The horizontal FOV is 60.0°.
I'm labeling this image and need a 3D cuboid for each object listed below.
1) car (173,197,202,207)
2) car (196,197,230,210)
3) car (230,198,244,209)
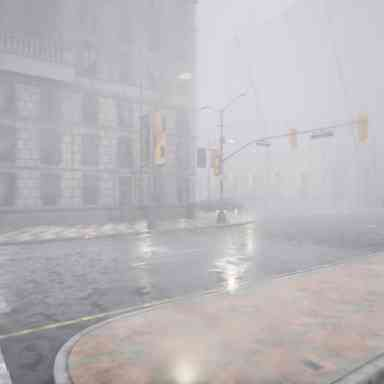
[{"bbox_3d":[-0.800,1.547,52.627,2.033,1.411,5.357,0,0,-35],"label":"car"},{"bbox_3d":[2.325,1.564,42.249,1.994,1.385,4.181,0,0,-36],"label":"car"},{"bbox_3d":[4.886,1.505,44.682,1.837,1.490,4.892,0,0,-36],"label":"car"}]
